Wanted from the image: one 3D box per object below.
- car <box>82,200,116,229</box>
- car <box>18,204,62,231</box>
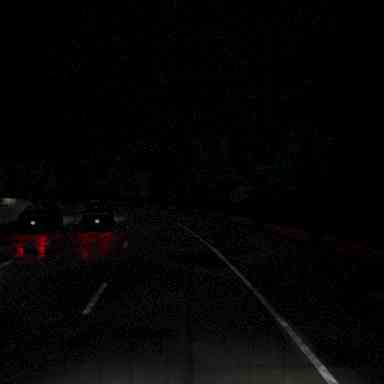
[{"bbox_3d":[-6.155,1.518,22.105,2.128,1.511,4.902,0,0,-12],"label":"car"},{"bbox_3d":[-9.528,1.527,21.186,2.128,1.511,4.902,0,0,-12],"label":"car"}]
